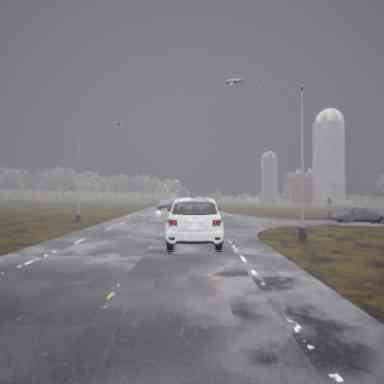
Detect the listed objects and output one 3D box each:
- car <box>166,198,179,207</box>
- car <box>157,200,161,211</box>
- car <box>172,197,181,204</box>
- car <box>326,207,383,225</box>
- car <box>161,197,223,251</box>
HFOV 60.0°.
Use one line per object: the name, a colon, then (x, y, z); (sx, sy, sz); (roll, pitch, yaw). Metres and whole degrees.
car: (-3.548, 1.816, 61.119); (1.882, 1.535, 5.008); (0, 0, 1)
car: (-3.592, 1.691, 44.736); (1.882, 1.535, 5.008); (0, 0, 0)
car: (-3.509, 1.962, 76.632); (1.882, 1.535, 5.008); (0, -1, 0)
car: (14.070, 1.979, 27.688); (5.357, 1.411, 2.033); (1, -2, 2)
car: (0.097, 1.262, 14.363); (2.150, 2.045, 5.566); (0, 0, 0)
